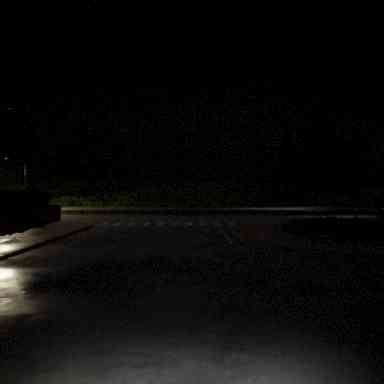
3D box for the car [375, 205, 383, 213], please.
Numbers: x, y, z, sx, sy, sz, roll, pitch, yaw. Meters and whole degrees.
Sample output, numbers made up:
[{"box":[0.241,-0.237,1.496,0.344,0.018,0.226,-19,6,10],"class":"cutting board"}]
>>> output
[{"box":[19.602,1.492,30.833,4.902,1.511,2.128,0,0,1],"class":"car"}]
